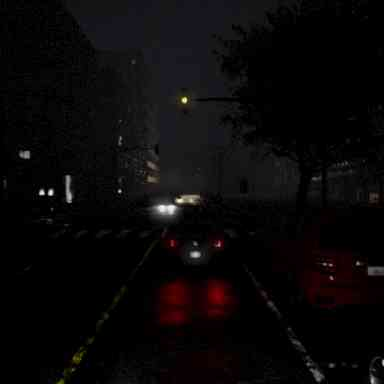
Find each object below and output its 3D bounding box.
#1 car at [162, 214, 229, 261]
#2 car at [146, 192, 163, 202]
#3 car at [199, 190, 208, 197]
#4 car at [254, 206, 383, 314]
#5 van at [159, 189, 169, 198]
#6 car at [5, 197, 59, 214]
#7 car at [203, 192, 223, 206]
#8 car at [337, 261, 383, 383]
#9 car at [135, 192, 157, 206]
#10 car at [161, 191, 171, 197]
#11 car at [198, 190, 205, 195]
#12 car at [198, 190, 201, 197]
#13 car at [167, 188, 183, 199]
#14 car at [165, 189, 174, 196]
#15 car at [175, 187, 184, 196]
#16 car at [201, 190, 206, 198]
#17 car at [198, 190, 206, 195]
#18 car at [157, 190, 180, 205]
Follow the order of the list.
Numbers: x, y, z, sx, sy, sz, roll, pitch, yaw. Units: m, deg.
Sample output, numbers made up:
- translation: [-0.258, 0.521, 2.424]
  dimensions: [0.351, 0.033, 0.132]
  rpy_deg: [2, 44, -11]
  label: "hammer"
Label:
- translation: [0.101, 1.416, 11.458]
  dimensions: [1.895, 1.301, 4.718]
  rpy_deg: [0, 1, 0]
  label: "car"
- translation: [-5.686, 0.762, 50.688]
  dimensions: [2.008, 1.369, 4.403]
  rpy_deg: [0, 1, 0]
  label: "car"
- translation: [2.696, 0.329, 78.517]
  dimensions: [1.752, 1.417, 4.829]
  rpy_deg: [0, 1, 0]
  label: "car"
- translation: [2.693, 1.197, 7.235]
  dimensions: [2.192, 1.841, 5.009]
  rpy_deg: [0, 1, 0]
  label: "car"
- translation: [-5.685, 0.308, 67.281]
  dimensions: [1.690, 1.788, 3.998]
  rpy_deg: [0, 1, 0]
  label: "van"
- translation: [-13.171, 1.025, 26.103]
  dimensions: [4.718, 1.301, 1.895]
  rpy_deg: [1, 1, 1]
  label: "car"
- translation: [2.694, 0.922, 39.623]
  dimensions: [1.887, 1.381, 4.507]
  rpy_deg: [0, 1, 0]
  label: "car"
- translation: [2.693, 1.536, 1.716]
  dimensions: [1.947, 1.339, 4.313]
  rpy_deg: [0, 1, 0]
  label: "car"
- translation: [-5.686, 0.928, 39.623]
  dimensions: [2.008, 1.369, 4.403]
  rpy_deg: [0, 1, 0]
  label: "car"
- translation: [-5.684, 0.468, 72.816]
  dimensions: [1.802, 1.307, 4.206]
  rpy_deg: [0, 1, 0]
  label: "car"
- translation: [2.697, 0.120, 94.944]
  dimensions: [2.008, 1.369, 4.403]
  rpy_deg: [0, 1, 0]
  label: "car"
- translation: [2.696, 0.549, 67.283]
  dimensions: [1.802, 1.307, 4.206]
  rpy_deg: [0, 1, 0]
  label: "car"
- translation: [-3.033, 0.559, 59.479]
  dimensions: [1.882, 1.535, 5.008]
  rpy_deg: [0, 1, 1]
  label: "car"
- translation: [-5.684, 0.166, 83.879]
  dimensions: [1.967, 1.590, 4.097]
  rpy_deg: [0, 1, 0]
  label: "car"
- translation: [-2.995, -0.133, 74.704]
  dimensions: [2.150, 2.045, 5.566]
  rpy_deg: [0, 1, 0]
  label: "car"
- translation: [2.694, 0.734, 50.857]
  dimensions: [1.752, 1.417, 4.829]
  rpy_deg: [0, 1, 0]
  label: "car"
- translation: [2.697, 0.192, 89.412]
  dimensions: [1.887, 1.381, 4.507]
  rpy_deg: [0, 1, 0]
  label: "car"
- translation: [-3.084, 0.827, 42.379]
  dimensions: [2.128, 1.511, 4.902]
  rpy_deg: [0, 1, 0]
  label: "car"
